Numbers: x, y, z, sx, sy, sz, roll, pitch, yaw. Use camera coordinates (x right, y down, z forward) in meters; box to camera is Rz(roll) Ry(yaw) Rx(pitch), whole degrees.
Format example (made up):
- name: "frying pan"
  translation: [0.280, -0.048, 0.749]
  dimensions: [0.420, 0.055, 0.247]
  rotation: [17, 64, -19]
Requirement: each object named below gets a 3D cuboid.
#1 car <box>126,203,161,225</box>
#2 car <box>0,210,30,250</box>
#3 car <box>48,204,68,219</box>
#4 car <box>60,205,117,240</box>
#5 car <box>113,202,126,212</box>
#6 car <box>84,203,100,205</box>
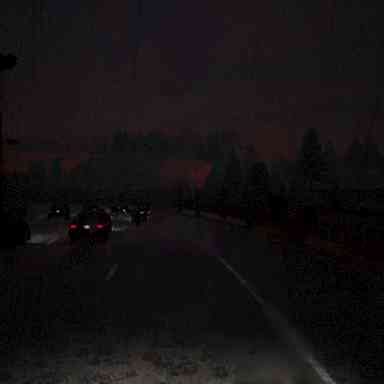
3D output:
- name: "car"
  translation: [-3.619, 1.671, 25.674]
  dimensions: [2.128, 1.511, 4.902]
  rotation: [0, 0, -15]
- name: "car"
  translation: [-8.141, 1.457, 13.178]
  dimensions: [2.097, 1.767, 4.553]
  rotation: [0, 0, -8]
- name: "car"
  translation: [-12.783, 1.813, 31.962]
  dimensions: [2.033, 1.411, 5.357]
  rotation: [0, -1, -20]
- name: "car"
  translation: [-5.296, 1.675, 17.729]
  dimensions: [2.033, 1.411, 5.357]
  rotation: [0, 0, -11]
- name: "car"
  translation: [-8.742, 1.914, 40.558]
  dimensions: [1.895, 1.301, 4.718]
  rotation: [0, 0, -23]
- name: "car"
  translation: [-11.157, 1.864, 37.232]
  dimensions: [1.994, 1.385, 4.181]
  rotation: [0, 0, -21]
